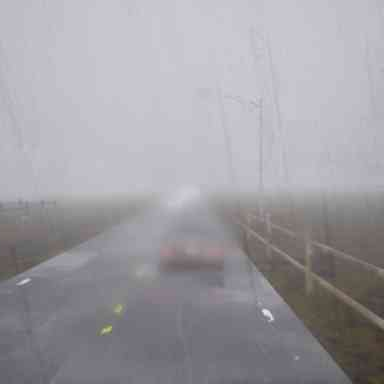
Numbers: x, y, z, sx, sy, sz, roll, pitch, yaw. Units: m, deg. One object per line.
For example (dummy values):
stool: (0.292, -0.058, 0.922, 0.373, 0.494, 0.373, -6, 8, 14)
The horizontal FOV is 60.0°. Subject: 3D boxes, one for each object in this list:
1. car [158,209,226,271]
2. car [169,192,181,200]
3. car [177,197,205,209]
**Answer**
car: (0.025, 1.497, 10.647, 2.033, 1.411, 5.357, 0, 0, 1)
car: (-2.783, 0.627, 55.036, 1.895, 1.301, 4.718, 0, 2, 1)
car: (0.026, 1.330, 25.552, 2.033, 1.411, 5.357, 0, 1, 1)
